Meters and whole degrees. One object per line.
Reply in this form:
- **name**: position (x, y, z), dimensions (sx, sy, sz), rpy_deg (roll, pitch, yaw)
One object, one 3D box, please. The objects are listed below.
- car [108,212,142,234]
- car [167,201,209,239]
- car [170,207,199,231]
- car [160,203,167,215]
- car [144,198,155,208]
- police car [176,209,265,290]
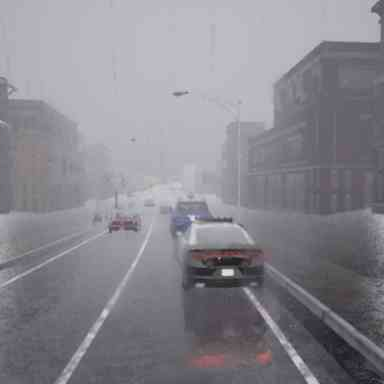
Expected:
- **car**: position (-4.443, 2.025, 22.446), dimensions (1.895, 1.301, 4.718), rpy_deg (0, -2, -5)
- **car**: position (-0.158, 1.535, 19.503), dimensions (2.150, 2.045, 5.566), rpy_deg (0, -2, -5)
- **car**: position (-0.701, 1.984, 25.464), dimensions (1.882, 1.535, 5.008), rpy_deg (0, -2, -5)
- **car**: position (-3.607, 2.381, 47.706), dimensions (1.882, 1.535, 5.008), rpy_deg (0, 0, -5)
- **car**: position (-8.179, 2.024, 64.202), dimensions (2.097, 1.767, 4.553), rpy_deg (0, 2, -5)
- **police car**: position (0.605, 1.512, 9.506), dimensions (1.930, 1.638, 5.238), rpy_deg (0, -1, -3)
